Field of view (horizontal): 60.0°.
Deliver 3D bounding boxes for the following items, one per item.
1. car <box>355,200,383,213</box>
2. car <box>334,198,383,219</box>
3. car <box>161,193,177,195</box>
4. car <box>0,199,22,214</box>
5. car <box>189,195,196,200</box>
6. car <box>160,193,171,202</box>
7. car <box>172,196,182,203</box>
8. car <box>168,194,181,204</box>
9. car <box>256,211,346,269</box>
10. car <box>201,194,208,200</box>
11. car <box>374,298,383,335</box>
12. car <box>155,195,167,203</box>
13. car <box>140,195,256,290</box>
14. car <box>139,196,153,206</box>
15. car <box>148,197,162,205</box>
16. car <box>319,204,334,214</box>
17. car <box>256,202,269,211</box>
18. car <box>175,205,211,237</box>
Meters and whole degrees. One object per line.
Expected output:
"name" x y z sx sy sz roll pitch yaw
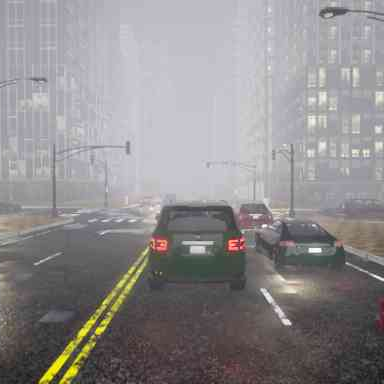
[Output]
"car" 21.870 1.657 38.692 4.829 1.417 1.752 1 0 1
"car" 16.248 1.530 30.415 5.009 1.841 2.192 1 0 1
"car" -3.282 1.206 51.745 2.150 2.045 5.566 0 0 -1
"car" -19.588 1.419 33.650 4.181 1.385 1.994 1 1 1
"car" 0.145 1.468 92.898 1.812 1.442 4.674 0 0 0
"car" -6.376 1.185 79.775 2.150 2.045 5.566 0 0 0
"car" -3.139 1.563 71.610 1.895 1.301 4.718 0 0 0
"car" -3.217 1.329 61.557 2.097 1.767 4.553 0 0 0
"car" 3.367 1.563 11.120 1.994 1.385 4.181 0 0 0
"car" 3.394 1.256 91.642 1.882 1.535 5.008 0 0 0
"car" 3.354 1.601 2.295 1.895 1.301 4.718 0 0 0
"car" -6.392 1.448 69.205 1.882 1.535 5.008 0 0 0
"car" 0.116 1.221 9.191 2.150 2.045 5.566 0 0 0
"car" -6.545 1.338 49.961 2.097 1.767 4.553 0 0 1
"car" -6.480 1.580 58.951 1.895 1.301 4.718 0 0 0
"car" 16.779 1.676 36.191 5.357 1.411 2.033 0 1 1
"car" 3.381 1.350 19.734 2.097 1.767 4.553 0 0 0
"car" 0.126 1.523 18.873 1.812 1.442 4.674 0 0 2
